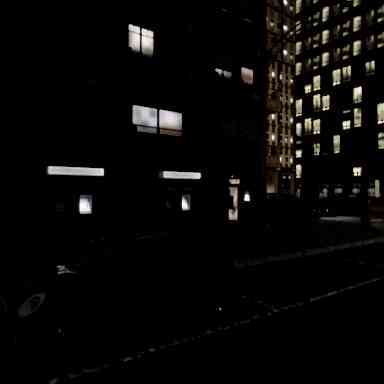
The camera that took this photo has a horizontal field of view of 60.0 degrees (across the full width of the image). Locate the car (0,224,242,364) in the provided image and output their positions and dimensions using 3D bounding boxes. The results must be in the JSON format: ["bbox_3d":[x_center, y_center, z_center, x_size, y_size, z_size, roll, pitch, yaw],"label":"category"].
[{"bbox_3d":[-1.116,1.440,5.780,4.097,1.590,1.967,0,0,-36],"label":"car"}]

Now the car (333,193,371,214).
[{"bbox_3d":[14.342,1.028,31.763,2.192,1.841,5.009,1,0,-36],"label":"car"}]

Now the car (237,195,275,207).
[{"bbox_3d":[7.759,1.072,40.698,1.947,1.339,4.313,1,0,-36],"label":"car"}]

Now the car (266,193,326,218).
[{"bbox_3d":[7.630,1.009,26.746,2.192,1.841,5.009,2,0,-36],"label":"car"}]

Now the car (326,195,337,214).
[{"bbox_3d":[9.429,1.196,28.639,1.837,1.490,4.892,0,1,-36],"label":"car"}]
